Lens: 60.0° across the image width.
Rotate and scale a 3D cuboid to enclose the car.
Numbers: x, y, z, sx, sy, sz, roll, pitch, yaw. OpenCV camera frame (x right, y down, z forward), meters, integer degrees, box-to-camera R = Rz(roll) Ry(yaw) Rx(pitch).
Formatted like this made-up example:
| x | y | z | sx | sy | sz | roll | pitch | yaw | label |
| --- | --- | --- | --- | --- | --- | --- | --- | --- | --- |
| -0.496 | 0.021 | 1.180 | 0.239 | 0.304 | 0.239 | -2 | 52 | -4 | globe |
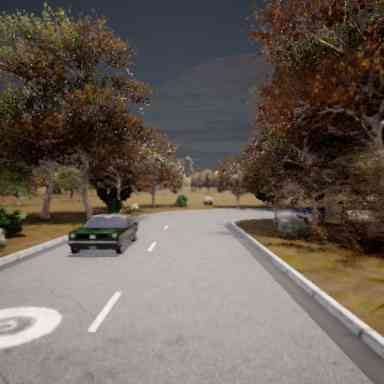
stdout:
| x | y | z | sx | sy | sz | roll | pitch | yaw | label |
| --- | --- | --- | --- | --- | --- | --- | --- | --- | --- |
| -3.386 | 1.590 | 13.515 | 1.895 | 1.301 | 4.718 | 0 | 0 | 0 | car |
